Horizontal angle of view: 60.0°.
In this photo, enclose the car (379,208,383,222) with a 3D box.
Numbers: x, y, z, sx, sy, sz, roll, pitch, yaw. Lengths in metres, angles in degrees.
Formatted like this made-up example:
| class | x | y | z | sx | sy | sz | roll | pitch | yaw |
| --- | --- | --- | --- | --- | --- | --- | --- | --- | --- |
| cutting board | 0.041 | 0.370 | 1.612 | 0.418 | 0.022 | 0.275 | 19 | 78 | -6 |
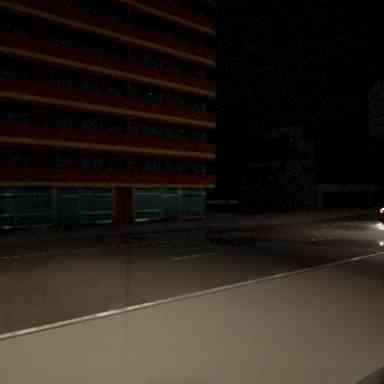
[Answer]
| class | x | y | z | sx | sy | sz | roll | pitch | yaw |
| --- | --- | --- | --- | --- | --- | --- | --- | --- | --- |
| car | 16.246 | 1.372 | 25.397 | 4.553 | 1.767 | 2.097 | 0 | 0 | -35 |
